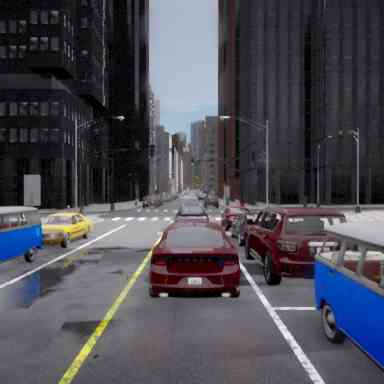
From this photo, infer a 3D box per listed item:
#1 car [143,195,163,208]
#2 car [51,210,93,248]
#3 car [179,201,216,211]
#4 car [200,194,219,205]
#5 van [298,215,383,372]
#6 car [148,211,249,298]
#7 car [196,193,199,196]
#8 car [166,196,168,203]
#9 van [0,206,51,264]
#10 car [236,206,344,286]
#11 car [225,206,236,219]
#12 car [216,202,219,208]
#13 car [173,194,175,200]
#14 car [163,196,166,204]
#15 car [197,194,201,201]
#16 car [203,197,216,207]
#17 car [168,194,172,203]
[{"bbox_3d":[-5.796,1.326,47.470,2.192,1.841,5.009,0,0,0],"label":"car"},{"bbox_3d":[-5.776,1.523,14.735,1.752,1.417,4.829,0,0,0],"label":"car"},{"bbox_3d":[-0.009,1.490,18.972,2.128,1.511,4.902,0,0,0],"label":"car"},{"bbox_3d":[2.729,1.326,47.466,2.192,1.841,5.009,0,0,0],"label":"car"},{"bbox_3d":[2.760,1.340,3.848,1.690,1.788,3.998,0,0,0],"label":"van"},{"bbox_3d":[0.062,1.476,8.563,1.882,1.535,5.008,0,0,0],"label":"car"},{"bbox_3d":[2.702,1.655,92.617,1.947,1.339,4.313,0,0,0],"label":"car"},{"bbox_3d":[-5.802,1.587,58.756,1.947,1.339,4.313,0,0,0],"label":"car"},{"bbox_3d":[-5.774,1.339,9.381,1.690,1.788,3.998,0,0,0],"label":"van"},{"bbox_3d":[2.755,1.313,9.374,2.192,1.841,5.009,0,0,0],"label":"car"},{"bbox_3d":[2.752,1.549,14.899,2.008,1.369,4.403,0,0,0],"label":"car"},{"bbox_3d":[2.747,1.543,20.425,1.887,1.381,4.507,0,0,0],"label":"car"},{"bbox_3d":[-5.817,1.607,81.329,1.887,1.381,4.507,0,0,0],"label":"car"},{"bbox_3d":[-5.800,1.331,53.113,2.192,1.841,5.009,0,0,0],"label":"car"},{"bbox_3d":[2.705,1.621,86.972,1.887,1.381,4.507,0,0,0],"label":"car"},{"bbox_3d":[2.726,1.582,53.109,1.947,1.339,4.313,0,0,0],"label":"car"},{"bbox_3d":[-5.809,1.605,70.043,1.947,1.339,4.313,0,0,0],"label":"car"}]
